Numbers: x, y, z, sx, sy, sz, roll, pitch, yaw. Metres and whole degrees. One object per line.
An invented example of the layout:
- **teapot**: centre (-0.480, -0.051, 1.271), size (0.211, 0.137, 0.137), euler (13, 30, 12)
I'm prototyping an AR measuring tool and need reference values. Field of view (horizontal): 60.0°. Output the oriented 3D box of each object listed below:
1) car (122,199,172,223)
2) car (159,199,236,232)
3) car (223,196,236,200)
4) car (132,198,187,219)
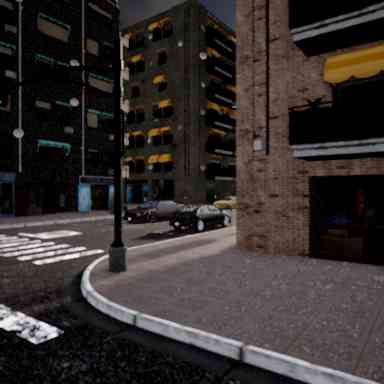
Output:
- **car**: centre (-2.443, 1.305, 23.500), size (2.033, 1.411, 5.357), euler (0, 1, 36)
- **car**: centre (0.538, 1.330, 18.384), size (2.008, 1.369, 4.403), euler (1, 1, 36)
- **car**: centre (4.093, 1.107, 36.608), size (1.752, 1.417, 4.829), euler (1, 1, 36)
- **car**: centre (-2.597, 1.248, 27.450), size (1.752, 1.417, 4.829), euler (1, 1, 36)
